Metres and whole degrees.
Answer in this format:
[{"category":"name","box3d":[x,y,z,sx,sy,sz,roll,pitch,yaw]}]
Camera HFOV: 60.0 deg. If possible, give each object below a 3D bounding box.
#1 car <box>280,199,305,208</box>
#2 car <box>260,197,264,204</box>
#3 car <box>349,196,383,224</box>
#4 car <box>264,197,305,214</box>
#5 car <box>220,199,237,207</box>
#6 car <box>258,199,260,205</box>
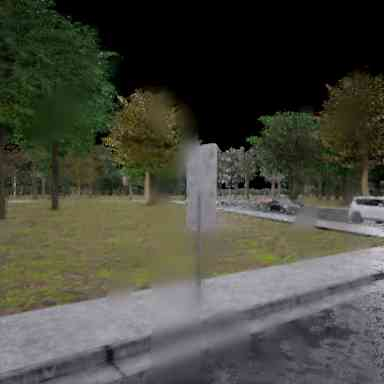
[{"category":"car","box3d":[16.605,1.908,55.027,1.895,1.301,4.718,0,0,-12]},{"category":"car","box3d":[13.506,1.827,53.982,2.033,1.411,5.357,0,0,-12]},{"category":"car","box3d":[13.415,1.348,23.137,2.150,2.045,5.566,0,0,-12]},{"category":"car","box3d":[10.322,1.529,37.474,2.097,1.767,4.553,0,0,-12]},{"category":"car","box3d":[6.240,1.800,56.814,1.994,1.385,4.181,0,0,-12]},{"category":"car","box3d":[14.509,1.680,64.749,2.097,1.767,4.553,0,0,-12]}]
